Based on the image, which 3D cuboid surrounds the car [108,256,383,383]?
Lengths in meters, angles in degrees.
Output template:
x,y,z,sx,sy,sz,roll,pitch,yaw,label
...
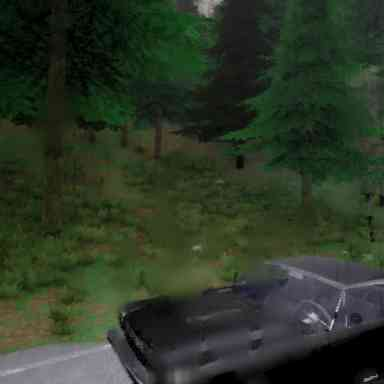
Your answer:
x,y,z,sx,sy,sz,roll,pitch,yaw,label
1.421,1.606,4.284,4.718,1.301,1.895,2,0,-29,car
